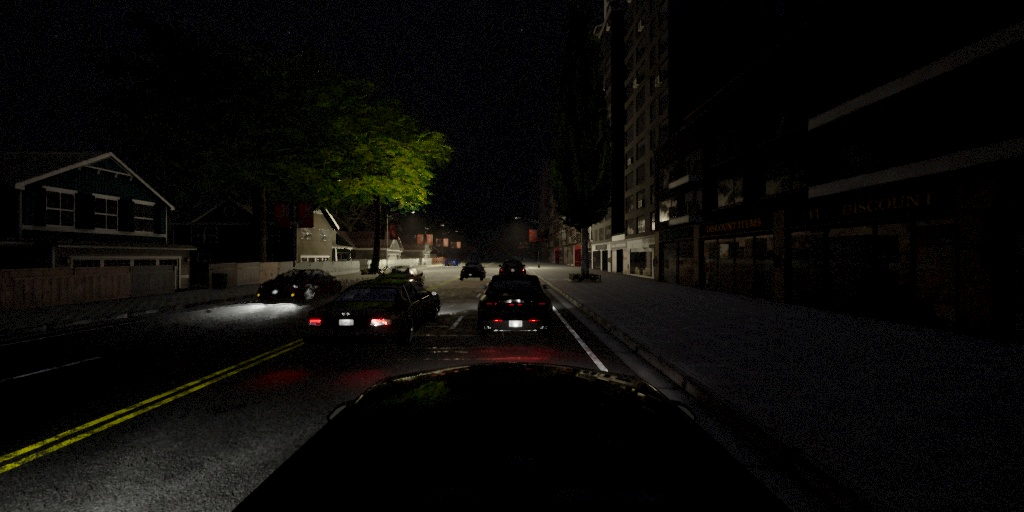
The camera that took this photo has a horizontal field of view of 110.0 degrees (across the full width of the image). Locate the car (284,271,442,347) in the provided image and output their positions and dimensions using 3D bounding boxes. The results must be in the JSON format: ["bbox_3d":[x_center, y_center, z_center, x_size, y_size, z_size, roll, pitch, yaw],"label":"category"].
[{"bbox_3d":[-3.168,1.297,9.275,2.033,1.411,5.357,0,0,-1],"label":"car"}]

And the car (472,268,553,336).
[{"bbox_3d":[0.072,1.254,10.369,1.837,1.490,4.892,0,0,0],"label":"car"}]

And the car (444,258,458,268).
[{"bbox_3d":[-9.949,1.100,59.322,1.882,1.535,5.008,0,0,0],"label":"car"}]

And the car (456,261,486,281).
[{"bbox_3d":[-3.247,1.265,30.184,1.812,1.442,4.674,0,0,0],"label":"car"}]

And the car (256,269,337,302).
[{"bbox_3d":[-9.902,1.310,16.981,1.994,1.385,4.181,0,0,0],"label":"car"}]

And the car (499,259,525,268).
[{"bbox_3d":[0.012,1.093,28.658,2.097,1.767,4.553,0,0,-1],"label":"car"}]

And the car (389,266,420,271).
[{"bbox_3d":[-6.667,1.291,21.623,2.033,1.411,5.357,0,0,0],"label":"car"}]
